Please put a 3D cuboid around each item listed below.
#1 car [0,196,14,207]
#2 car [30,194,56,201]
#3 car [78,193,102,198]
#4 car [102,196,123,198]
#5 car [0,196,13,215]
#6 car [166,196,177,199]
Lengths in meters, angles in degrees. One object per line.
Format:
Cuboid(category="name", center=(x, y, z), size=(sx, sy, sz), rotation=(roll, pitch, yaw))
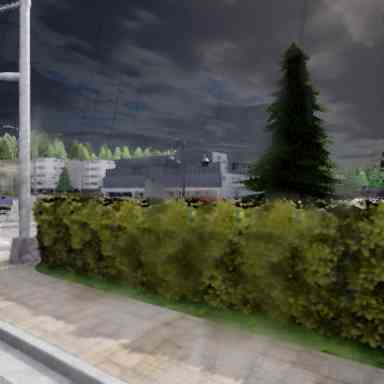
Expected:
Cuboid(category="car", center=(-26.412, 1.315, 44.959), size=(1.845, 1.501, 3.633), rotation=(0, 0, 36))
Cuboid(category="car", center=(-31.155, 1.157, 71.024), size=(2.152, 1.636, 5.027), rotation=(0, 0, 36))
Cuboid(category="car", center=(-18.286, 1.109, 62.021), size=(1.932, 1.855, 4.605), rotation=(0, 0, 36))
Cuboid(category="car", center=(-10.234, 1.396, 46.666), size=(1.970, 1.475, 3.806), rotation=(0, 0, 36))
Cuboid(category="car", center=(-18.897, 1.335, 29.923), size=(2.007, 1.523, 4.514), rotation=(0, 0, 36))
Cuboid(category="car", center=(-3.426, 1.394, 50.861), size=(1.845, 1.501, 3.633), rotation=(0, 0, 36))
